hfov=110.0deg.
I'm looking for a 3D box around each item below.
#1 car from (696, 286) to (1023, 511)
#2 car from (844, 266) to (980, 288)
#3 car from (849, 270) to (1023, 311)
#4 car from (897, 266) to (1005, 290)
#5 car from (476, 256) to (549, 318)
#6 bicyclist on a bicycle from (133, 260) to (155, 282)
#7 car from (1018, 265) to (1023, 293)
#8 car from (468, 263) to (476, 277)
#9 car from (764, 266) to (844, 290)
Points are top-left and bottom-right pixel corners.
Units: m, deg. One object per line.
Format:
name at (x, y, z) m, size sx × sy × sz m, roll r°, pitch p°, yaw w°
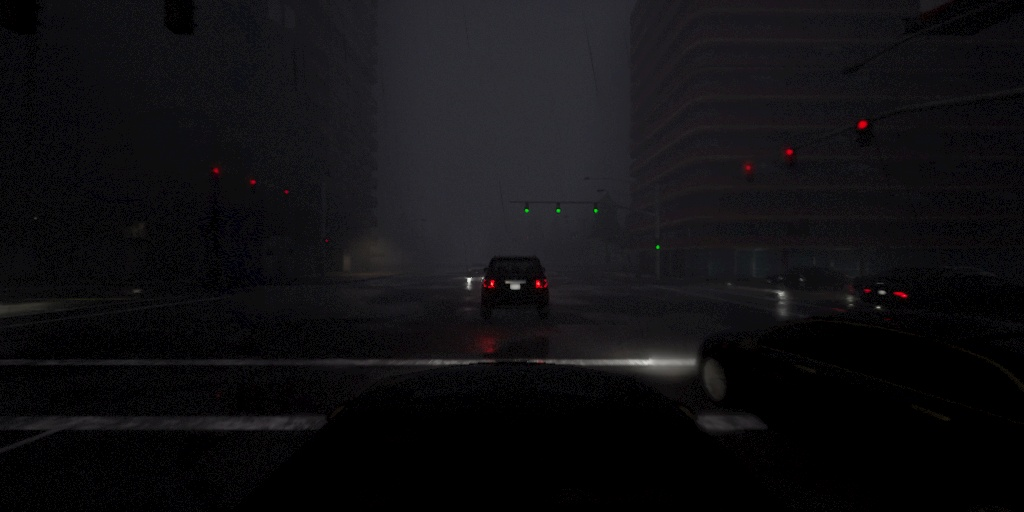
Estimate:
car at (3.601, 1.260, 3.300) m, size 1.837 × 1.490 × 4.892 m, roll 0°, pitch 0°, yaw 0°
car at (21.319, 1.290, 19.254) m, size 5.008 × 1.535 × 1.882 m, roll 0°, pitch 0°, yaw 0°
car at (15.553, 1.336, 12.424) m, size 5.357 × 1.411 × 2.033 m, roll 0°, pitch 0°, yaw 6°
car at (27.743, 1.351, 22.775) m, size 4.674 × 1.442 × 1.812 m, roll 0°, pitch 0°, yaw 0°
car at (0.100, 1.012, 13.258) m, size 2.150 × 2.045 × 5.566 m, roll 0°, pitch 0°, yaw 0°
bicyclist on a bicycle at (-28.002, 1.144, 27.275) m, size 0.582 × 1.620 × 1.656 m, roll 0°, pitch 0°, yaw 0°
car at (31.073, 1.290, 19.302) m, size 5.008 × 1.535 × 1.882 m, roll 0°, pitch 0°, yaw -1°
car at (-3.550, 1.409, 38.469) m, size 1.812 × 1.442 × 4.674 m, roll 0°, pitch 0°, yaw 0°
car at (18.637, 1.351, 22.740) m, size 4.674 × 1.442 × 1.812 m, roll 0°, pitch 0°, yaw 0°
